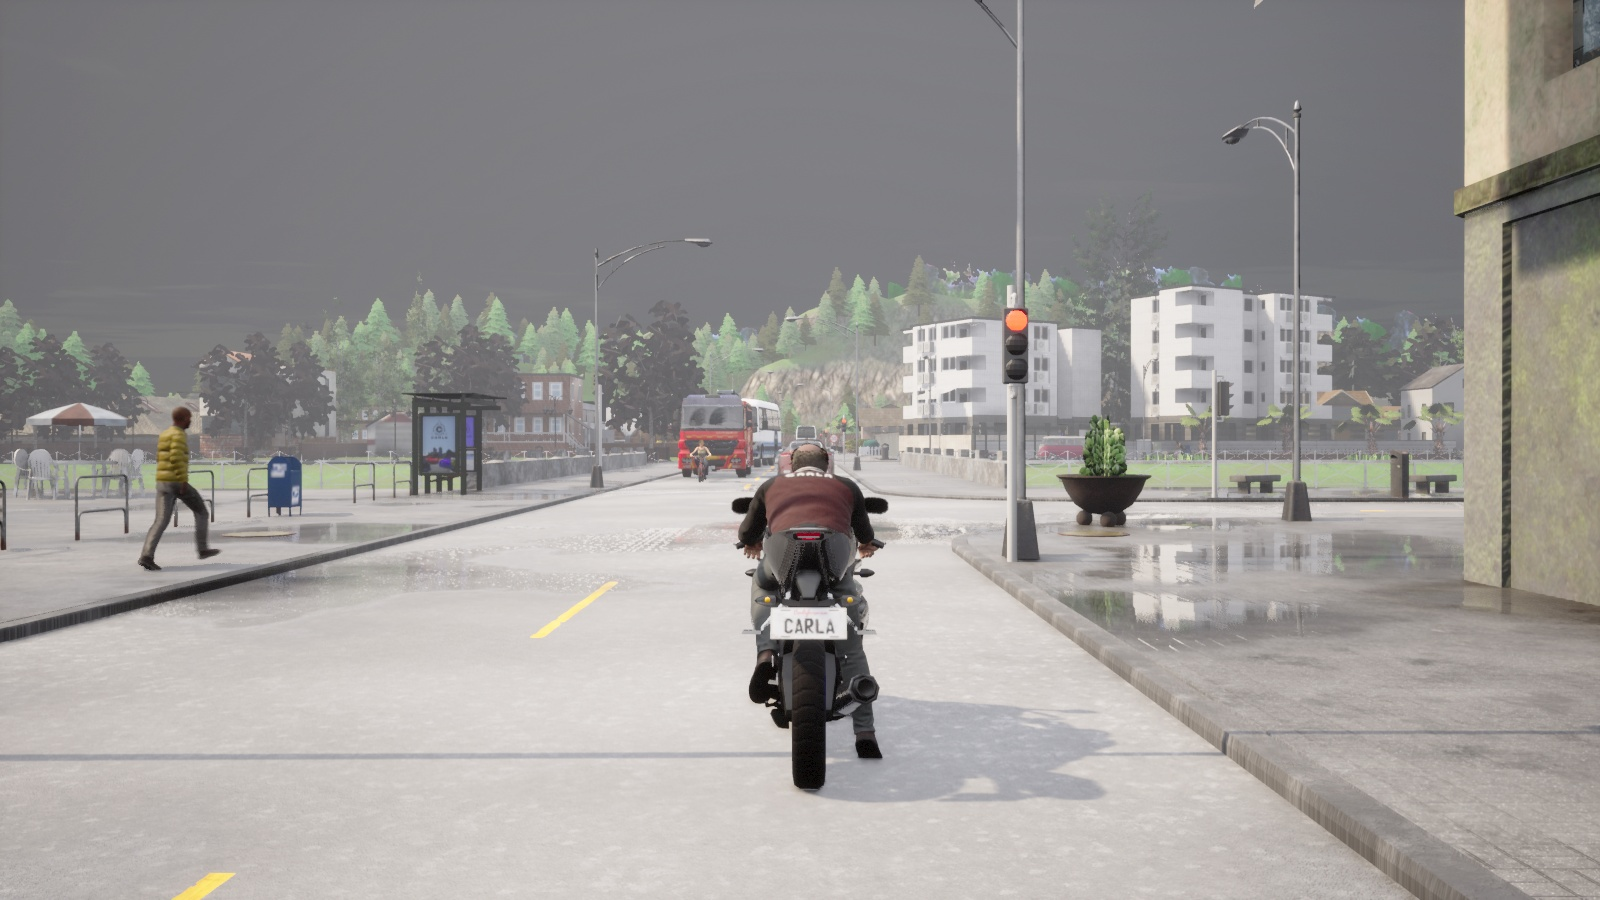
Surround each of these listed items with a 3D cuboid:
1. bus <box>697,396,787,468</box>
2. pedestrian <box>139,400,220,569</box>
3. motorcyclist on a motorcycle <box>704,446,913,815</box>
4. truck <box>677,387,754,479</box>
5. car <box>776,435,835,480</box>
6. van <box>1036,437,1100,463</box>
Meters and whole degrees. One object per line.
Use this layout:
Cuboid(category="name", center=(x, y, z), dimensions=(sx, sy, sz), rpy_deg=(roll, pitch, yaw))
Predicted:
Cuboid(category="bus", center=(-3.518, -1.084, 79.949), dimensions=(3.944, 4.253, 10.273), rpy_deg=(0, 0, 7))
Cuboid(category="pedestrian", center=(-6.898, 0.372, 13.981), dimensions=(0.370, 1.835, 0.726), rpy_deg=(0, 0, 30))
Cuboid(category="motorcyclist on a motorcycle", center=(0.047, 0.746, 6.323), dimensions=(0.866, 1.530, 2.191), rpy_deg=(0, 0, 1))
Cuboid(category="truck", center=(-3.704, -0.742, 56.921), dimensions=(2.891, 3.827, 8.468), rpy_deg=(0, 0, 0))
Cuboid(category="car", center=(0.244, 0.253, 48.311), dimensions=(2.152, 1.651, 5.027), rpy_deg=(0, 0, 1))
Cuboid(category="van", center=(20.241, -0.021, 95.067), dimensions=(4.442, 1.987, 1.775), rpy_deg=(0, 0, 0))
